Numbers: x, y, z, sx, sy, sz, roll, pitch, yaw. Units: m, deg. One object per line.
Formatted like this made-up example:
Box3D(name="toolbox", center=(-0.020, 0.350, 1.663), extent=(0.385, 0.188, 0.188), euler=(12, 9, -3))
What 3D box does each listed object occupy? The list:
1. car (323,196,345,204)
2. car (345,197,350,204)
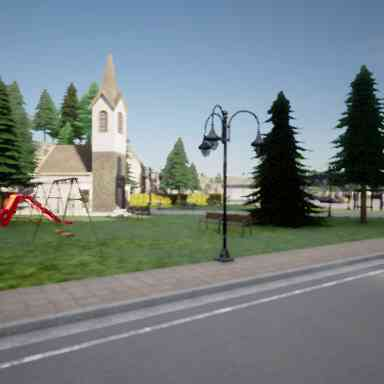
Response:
Box3D(name="car", center=(30.076, 1.774, 72.471), extent=(2.007, 1.523, 4.514), euler=(0, 0, -34))
Box3D(name="car", center=(32.643, 1.785, 74.275), extent=(2.152, 1.636, 5.027), euler=(0, 0, -34))
